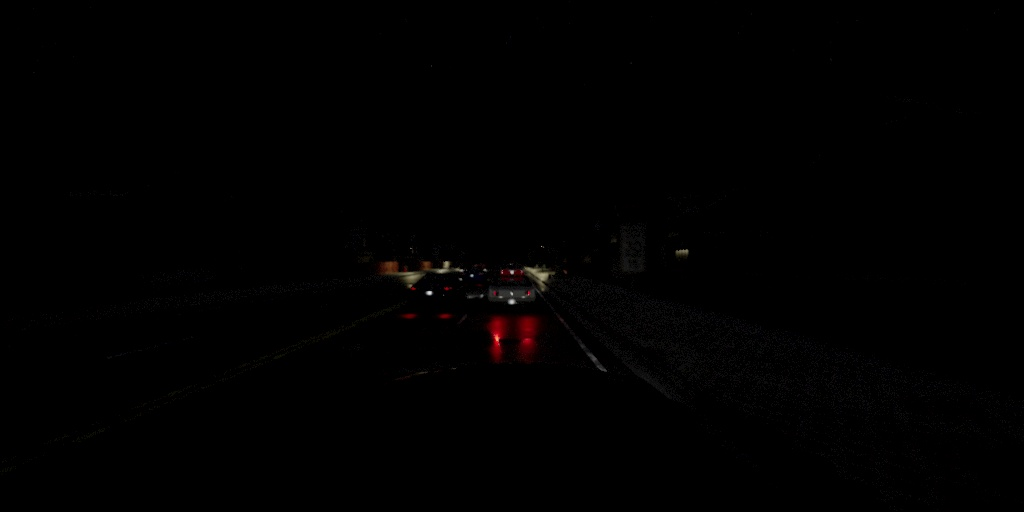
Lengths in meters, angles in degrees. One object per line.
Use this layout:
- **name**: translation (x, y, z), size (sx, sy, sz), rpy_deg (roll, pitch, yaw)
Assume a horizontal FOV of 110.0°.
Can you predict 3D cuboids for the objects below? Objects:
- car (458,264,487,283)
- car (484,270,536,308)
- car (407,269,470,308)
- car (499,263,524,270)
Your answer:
- **car**: translation (-3.253, 1.604, 31.144), size (1.994, 1.385, 4.181), rpy_deg (0, -1, 0)
- **car**: translation (-0.002, 1.484, 15.953), size (1.895, 1.301, 4.718), rpy_deg (0, -1, 0)
- **car**: translation (-3.249, 1.450, 16.162), size (1.994, 1.385, 4.181), rpy_deg (0, 0, 0)
- **car**: translation (-0.005, 1.387, 30.921), size (2.097, 1.767, 4.553), rpy_deg (0, -1, 0)
